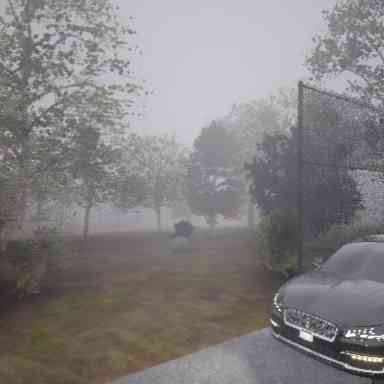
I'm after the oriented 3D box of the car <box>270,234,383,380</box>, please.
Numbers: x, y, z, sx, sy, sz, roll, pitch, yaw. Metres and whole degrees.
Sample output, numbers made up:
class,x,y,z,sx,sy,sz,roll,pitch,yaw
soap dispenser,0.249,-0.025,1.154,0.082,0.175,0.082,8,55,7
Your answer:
class,x,y,z,sx,sy,sz,roll,pitch,yaw
car,3.371,1.517,5.471,4.892,1.490,1.837,0,0,-35
